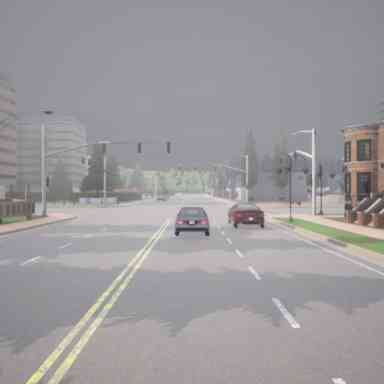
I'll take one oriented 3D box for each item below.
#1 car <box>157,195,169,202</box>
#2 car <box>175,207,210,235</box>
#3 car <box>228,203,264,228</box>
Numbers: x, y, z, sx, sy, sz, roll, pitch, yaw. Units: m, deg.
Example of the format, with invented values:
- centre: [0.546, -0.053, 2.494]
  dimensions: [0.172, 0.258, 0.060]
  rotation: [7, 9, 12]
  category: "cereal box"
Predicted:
- centre: [-7.180, 1.470, 78.168]
  dimensions: [1.882, 1.535, 5.008]
  rotation: [0, 0, 0]
  category: "car"
- centre: [0.017, 1.544, 18.717]
  dimensions: [2.033, 1.411, 5.357]
  rotation: [0, 0, 0]
  category: "car"
- centre: [3.528, 1.476, 22.343]
  dimensions: [1.882, 1.535, 5.008]
  rotation: [0, -1, 0]
  category: "car"
